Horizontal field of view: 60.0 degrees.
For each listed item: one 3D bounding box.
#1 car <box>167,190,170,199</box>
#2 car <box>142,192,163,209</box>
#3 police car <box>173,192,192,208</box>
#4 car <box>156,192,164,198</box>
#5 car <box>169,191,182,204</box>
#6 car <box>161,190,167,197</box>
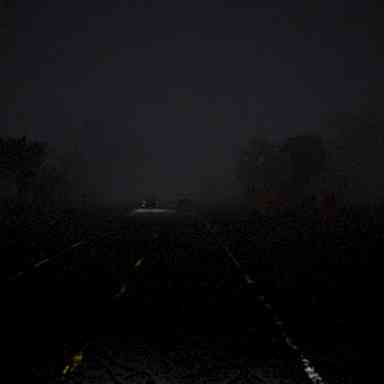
[{"bbox_3d":[-2.749,0.849,58.592,2.150,2.045,5.566,0,0,-7],"label":"car"},{"bbox_3d":[-4.871,1.096,39.947,2.097,1.767,4.553,0,0,-5],"label":"car"},{"bbox_3d":[-1.065,1.149,42.684,1.930,1.638,5.238,0,0,-5],"label":"police car"},{"bbox_3d":[-9.010,0.738,92.914,1.837,1.490,4.892,0,0,-12],"label":"car"},{"bbox_3d":[-2.048,1.013,52.544,2.097,1.767,4.553,0,0,-6],"label":"car"},{"bbox_3d":[-6.124,0.603,76.498,2.150,2.045,5.566,0,0,-9],"label":"car"}]
